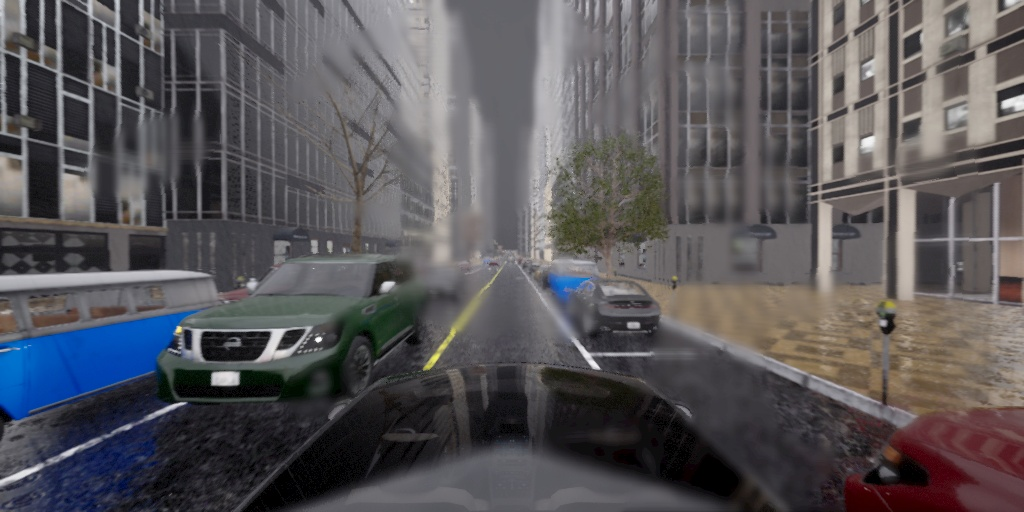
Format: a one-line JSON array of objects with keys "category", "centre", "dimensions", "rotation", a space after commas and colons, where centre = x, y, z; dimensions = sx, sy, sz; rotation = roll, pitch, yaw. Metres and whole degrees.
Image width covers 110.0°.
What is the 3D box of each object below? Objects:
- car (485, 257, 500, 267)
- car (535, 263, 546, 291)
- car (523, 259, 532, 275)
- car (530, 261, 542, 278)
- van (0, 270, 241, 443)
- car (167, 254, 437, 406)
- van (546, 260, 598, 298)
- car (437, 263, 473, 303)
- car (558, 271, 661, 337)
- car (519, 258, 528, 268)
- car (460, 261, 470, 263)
[{"category": "car", "centre": [-3.191, 1.297, 64.336], "dimensions": [1.895, 1.301, 4.718], "rotation": [0, 0, 0]}, {"category": "car", "centre": [2.641, 1.296, 21.463], "dimensions": [1.948, 1.339, 4.313], "rotation": [0, 0, 0]}, {"category": "car", "centre": [2.592, 1.264, 38.556], "dimensions": [2.007, 1.370, 4.403], "rotation": [0, 0, 0]}, {"category": "car", "centre": [2.624, 1.250, 27.332], "dimensions": [1.751, 1.417, 4.829], "rotation": [0, 0, 0]}, {"category": "van", "centre": [-5.691, 1.102, 4.352], "dimensions": [1.690, 1.789, 3.998], "rotation": [0, 0, 0]}, {"category": "car", "centre": [-3.111, 0.975, 6.644], "dimensions": [2.150, 2.045, 5.566], "rotation": [0, 0, 0]}, {"category": "van", "centre": [2.657, 1.075, 15.765], "dimensions": [1.690, 1.789, 3.998], "rotation": [0, 0, 0]}, {"category": "car", "centre": [-3.129, 1.251, 16.806], "dimensions": [1.837, 1.490, 4.892], "rotation": [0, 0, 0]}, {"category": "car", "centre": [2.673, 1.289, 10.067], "dimensions": [2.007, 1.370, 4.403], "rotation": [0, 0, 0]}, {"category": "car", "centre": [2.544, 1.261, 55.651], "dimensions": [1.948, 1.339, 4.313], "rotation": [0, 0, 0]}, {"category": "car", "centre": [-5.804, 1.308, 44.237], "dimensions": [1.802, 1.307, 4.207], "rotation": [0, 0, 0]}]
